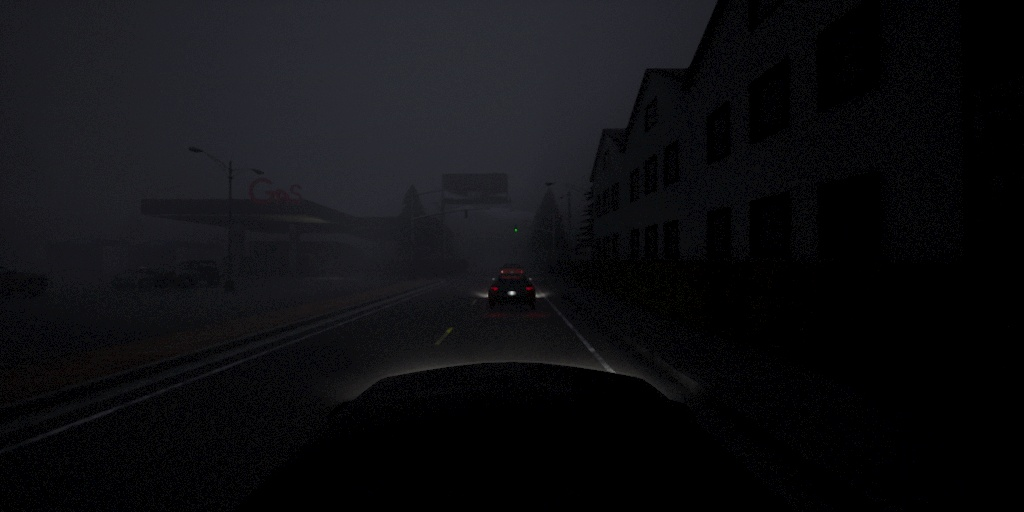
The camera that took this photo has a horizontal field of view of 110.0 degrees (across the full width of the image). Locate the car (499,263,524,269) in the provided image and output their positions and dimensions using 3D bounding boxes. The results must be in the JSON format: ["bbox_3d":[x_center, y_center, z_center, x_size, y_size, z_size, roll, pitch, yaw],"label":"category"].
[{"bbox_3d":[-0.009,1.372,30.936,2.097,1.767,4.553,0,-1,0],"label":"car"}]

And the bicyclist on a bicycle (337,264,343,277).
[{"bbox_3d":[-21.779,1.803,45.498,0.582,1.620,1.656,0,0,0],"label":"bicyclist on a bicycle"}]

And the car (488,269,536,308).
[{"bbox_3d":[-0.001,1.448,16.113,1.994,1.385,4.181,0,0,0],"label":"car"}]
